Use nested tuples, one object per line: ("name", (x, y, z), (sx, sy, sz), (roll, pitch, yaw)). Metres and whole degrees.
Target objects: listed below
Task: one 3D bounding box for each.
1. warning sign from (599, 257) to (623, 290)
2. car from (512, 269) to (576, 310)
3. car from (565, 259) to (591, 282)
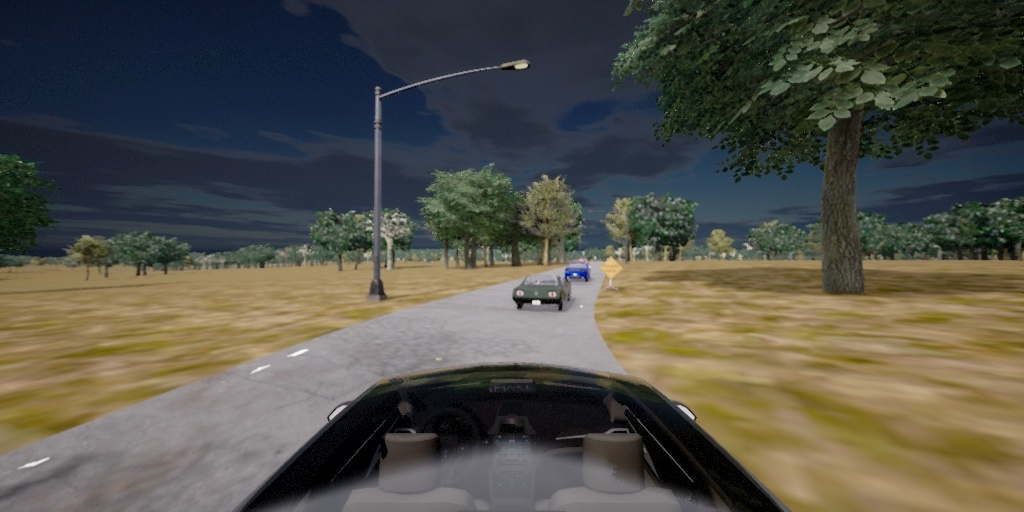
("warning sign", (5.619, 0.962, 20.446), (1.300, 1.860, 1.060), (0, 0, 15))
("car", (1.456, 1.423, 15.297), (1.895, 1.301, 4.718), (0, 0, 15))
("car", (5.553, 1.263, 30.080), (1.882, 1.535, 5.008), (0, 1, 16))
